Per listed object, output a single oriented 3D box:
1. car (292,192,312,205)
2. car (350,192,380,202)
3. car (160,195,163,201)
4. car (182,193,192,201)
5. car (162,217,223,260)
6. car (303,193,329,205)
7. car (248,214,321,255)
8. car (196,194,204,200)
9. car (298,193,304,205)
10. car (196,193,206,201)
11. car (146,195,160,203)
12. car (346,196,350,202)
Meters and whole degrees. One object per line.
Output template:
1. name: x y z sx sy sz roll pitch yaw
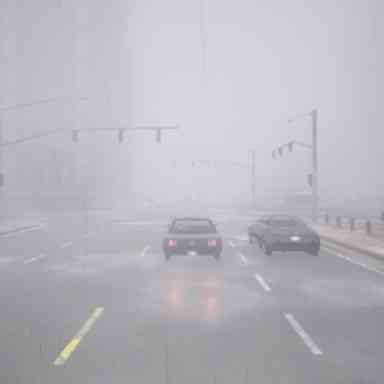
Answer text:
1. car: 24.190 1.145 69.920 4.605 1.855 1.932 0 0 0
2. car: 39.220 1.139 75.556 4.605 1.855 1.932 0 0 0
3. car: -8.248 1.421 82.003 2.128 1.511 4.902 0 0 -1
4. car: -1.230 1.142 80.695 2.150 2.045 5.566 0 0 -1
5. car: 0.008 1.589 12.398 1.895 1.301 4.718 0 0 0
6. car: 24.271 1.392 64.342 3.806 1.475 1.970 0 0 0
7. car: 3.499 1.551 13.300 1.994 1.385 4.181 0 0 0
8. car: 2.138 1.304 91.130 1.812 1.442 4.674 0 0 -1
9. car: 24.256 1.358 67.237 3.905 1.438 1.784 0 0 0
10. car: 2.269 1.142 80.739 2.150 2.045 5.566 0 0 -1
11. car: -8.056 1.441 66.469 1.837 1.490 4.892 0 0 -1
12. car: 39.268 1.347 78.453 3.905 1.438 1.784 0 0 0
